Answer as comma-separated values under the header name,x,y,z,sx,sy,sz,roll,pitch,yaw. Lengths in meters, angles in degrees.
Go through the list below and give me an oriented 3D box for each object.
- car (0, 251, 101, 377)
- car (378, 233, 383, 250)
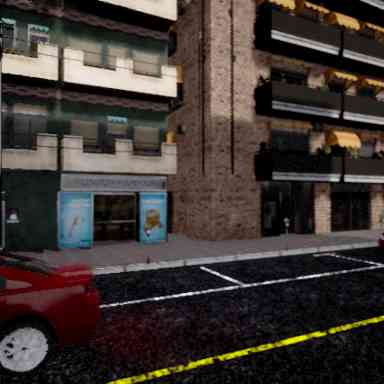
name,x,y,z,sx,sy,sz,roll,pitch,yaw
car,-3.819,1.571,4.415,5.008,1.535,1.882,0,-1,-26
car,9.597,1.764,13.721,4.206,1.307,1.802,0,-1,-26
